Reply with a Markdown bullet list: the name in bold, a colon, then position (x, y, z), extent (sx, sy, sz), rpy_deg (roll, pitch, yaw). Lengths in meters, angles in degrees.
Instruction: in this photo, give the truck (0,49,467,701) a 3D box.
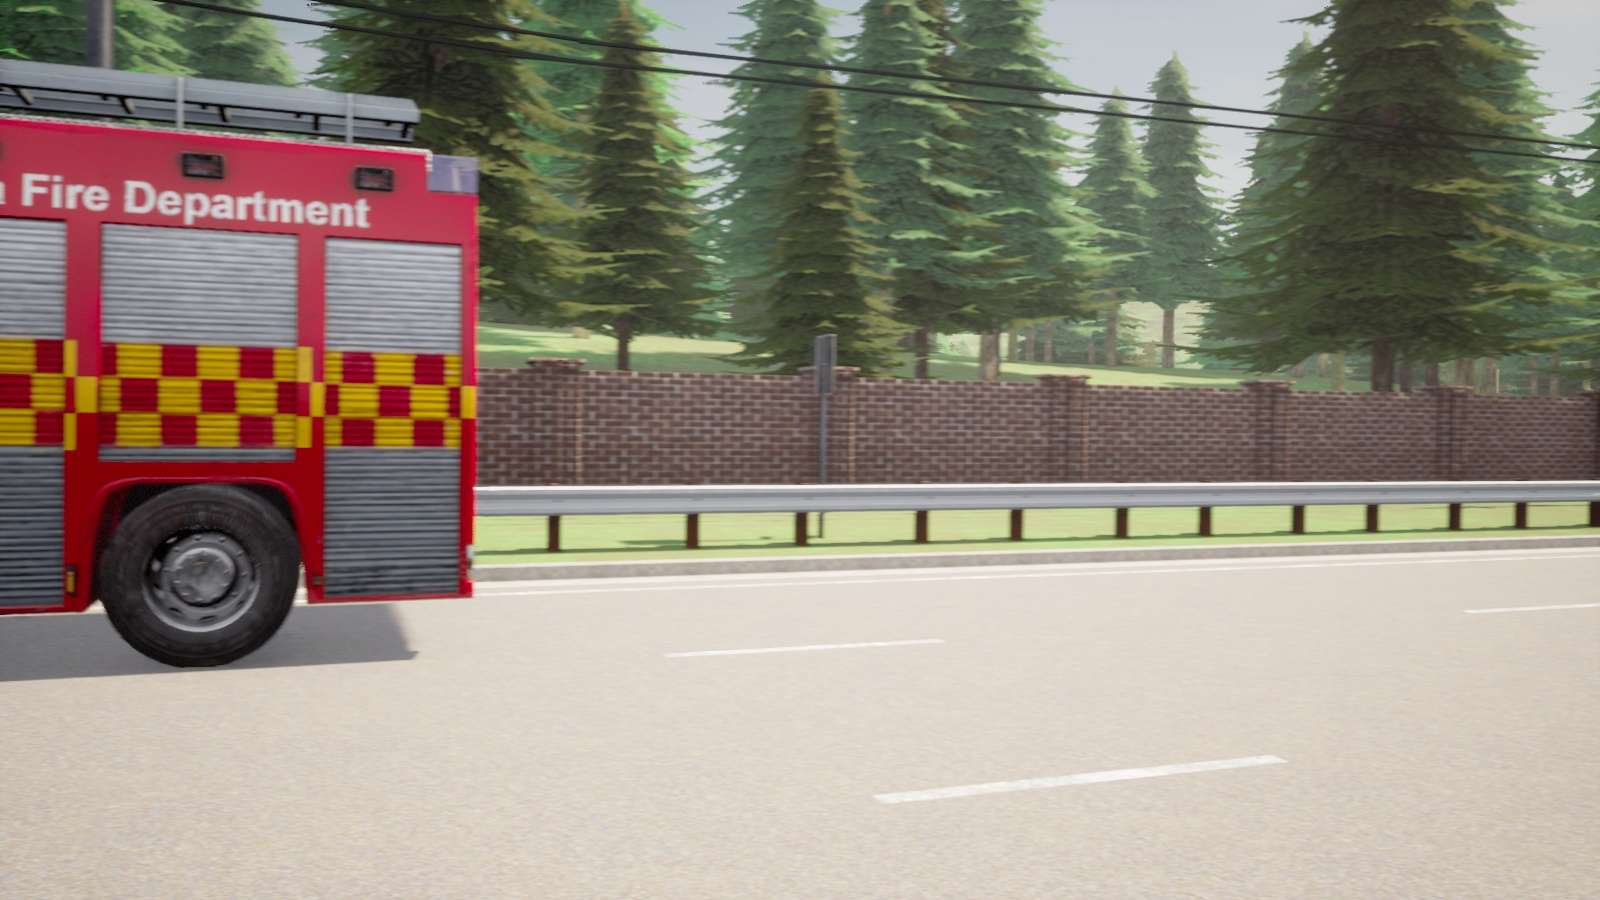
- **truck**: position (-6.701, -0.429, 8.168), extent (8.468, 3.827, 2.891), rpy_deg (-1, 1, -21)
